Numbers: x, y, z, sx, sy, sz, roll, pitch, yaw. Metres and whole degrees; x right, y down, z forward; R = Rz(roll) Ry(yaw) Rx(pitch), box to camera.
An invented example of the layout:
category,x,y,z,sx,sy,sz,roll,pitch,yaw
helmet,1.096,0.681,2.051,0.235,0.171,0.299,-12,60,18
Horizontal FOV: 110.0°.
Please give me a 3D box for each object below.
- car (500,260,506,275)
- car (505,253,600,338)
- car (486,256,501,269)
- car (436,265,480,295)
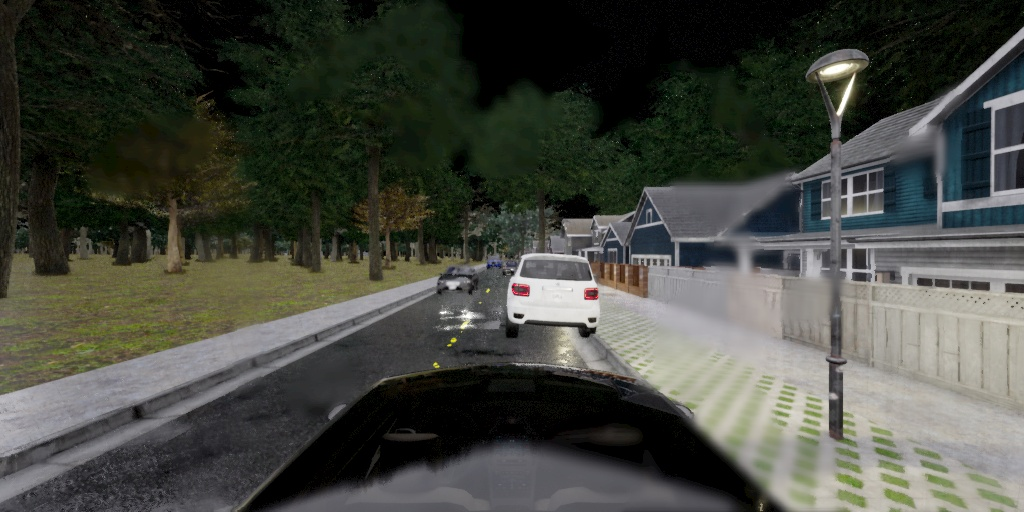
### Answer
category,x,y,z,sx,sy,sz,roll,pitch,yaw
car,0.014,1.340,38.462,1.994,1.385,4.181,0,0,1
car,0.962,1.011,10.362,2.150,2.045,5.566,3,-1,0
car,-2.777,0.997,55.971,2.150,2.045,5.566,0,0,0
car,-2.858,1.251,19.711,2.128,1.511,4.902,0,0,0
